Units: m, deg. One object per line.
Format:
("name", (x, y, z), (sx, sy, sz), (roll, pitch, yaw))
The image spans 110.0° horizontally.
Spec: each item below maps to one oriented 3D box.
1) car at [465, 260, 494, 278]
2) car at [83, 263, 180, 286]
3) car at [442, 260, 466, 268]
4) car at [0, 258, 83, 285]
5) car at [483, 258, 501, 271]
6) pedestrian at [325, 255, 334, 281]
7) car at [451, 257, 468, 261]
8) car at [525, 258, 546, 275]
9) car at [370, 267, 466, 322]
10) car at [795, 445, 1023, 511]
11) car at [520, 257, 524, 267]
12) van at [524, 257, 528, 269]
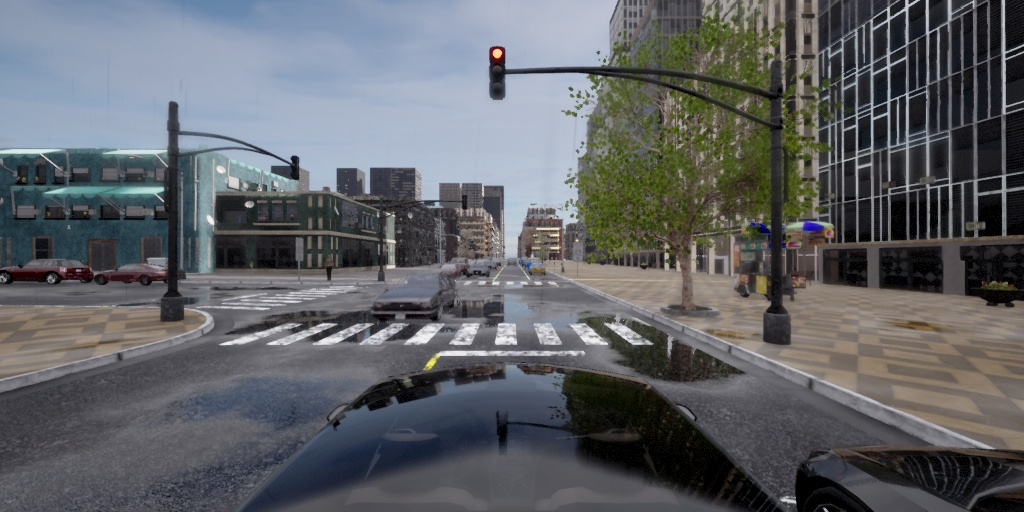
("car", (-3.095, 1.315, 33.795), (1.994, 1.385, 4.181), (0, 0, 0))
("car", (-22.818, 1.090, 21.887), (4.207, 1.307, 1.802), (0, 0, -1))
("car", (-5.685, 1.334, 32.972), (1.802, 1.307, 4.207), (0, 0, 0))
("car", (-28.366, 0.879, 21.810), (4.097, 1.591, 1.967), (0, 0, -1))
("car", (-3.079, 1.317, 50.295), (1.994, 1.385, 4.181), (0, 0, 1))
("pedestrian", (-12.746, 0.788, 24.977), (0.375, 1.860, 0.375), (0, -1, -1))
("car", (-5.685, 1.067, 38.523), (2.192, 1.841, 5.009), (0, 0, 0))
("car", (2.695, 1.278, 38.694), (1.751, 1.417, 4.829), (0, 0, 0))
("car", (-3.098, 1.298, 12.625), (2.033, 1.411, 5.357), (0, 0, 0))
("car", (2.691, 1.316, 0.495), (1.948, 1.339, 4.313), (0, 0, 0))
("car", (2.697, 1.305, 55.177), (2.007, 1.370, 4.403), (0, 0, 0))
("van", (2.696, 1.094, 44.075), (1.690, 1.789, 3.998), (0, 0, 0))
